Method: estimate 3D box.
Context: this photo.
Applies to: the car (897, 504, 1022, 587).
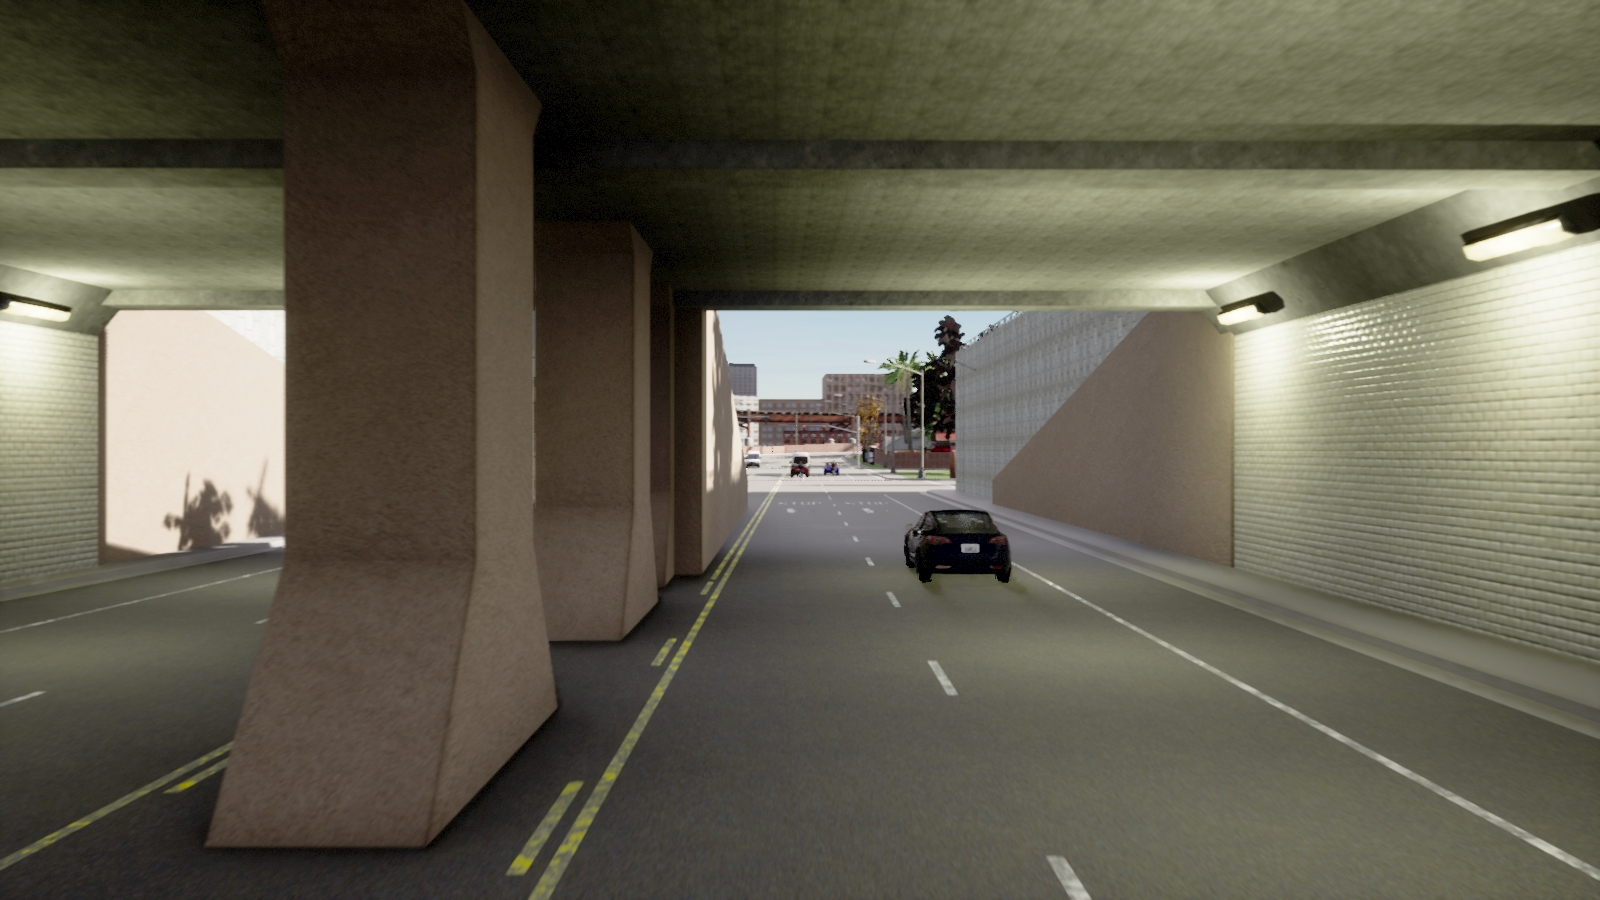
[{"bbox_3d":[3.464,2.063,25.750,2.163,1.488,4.792,0,0,0],"label":"car"}]
